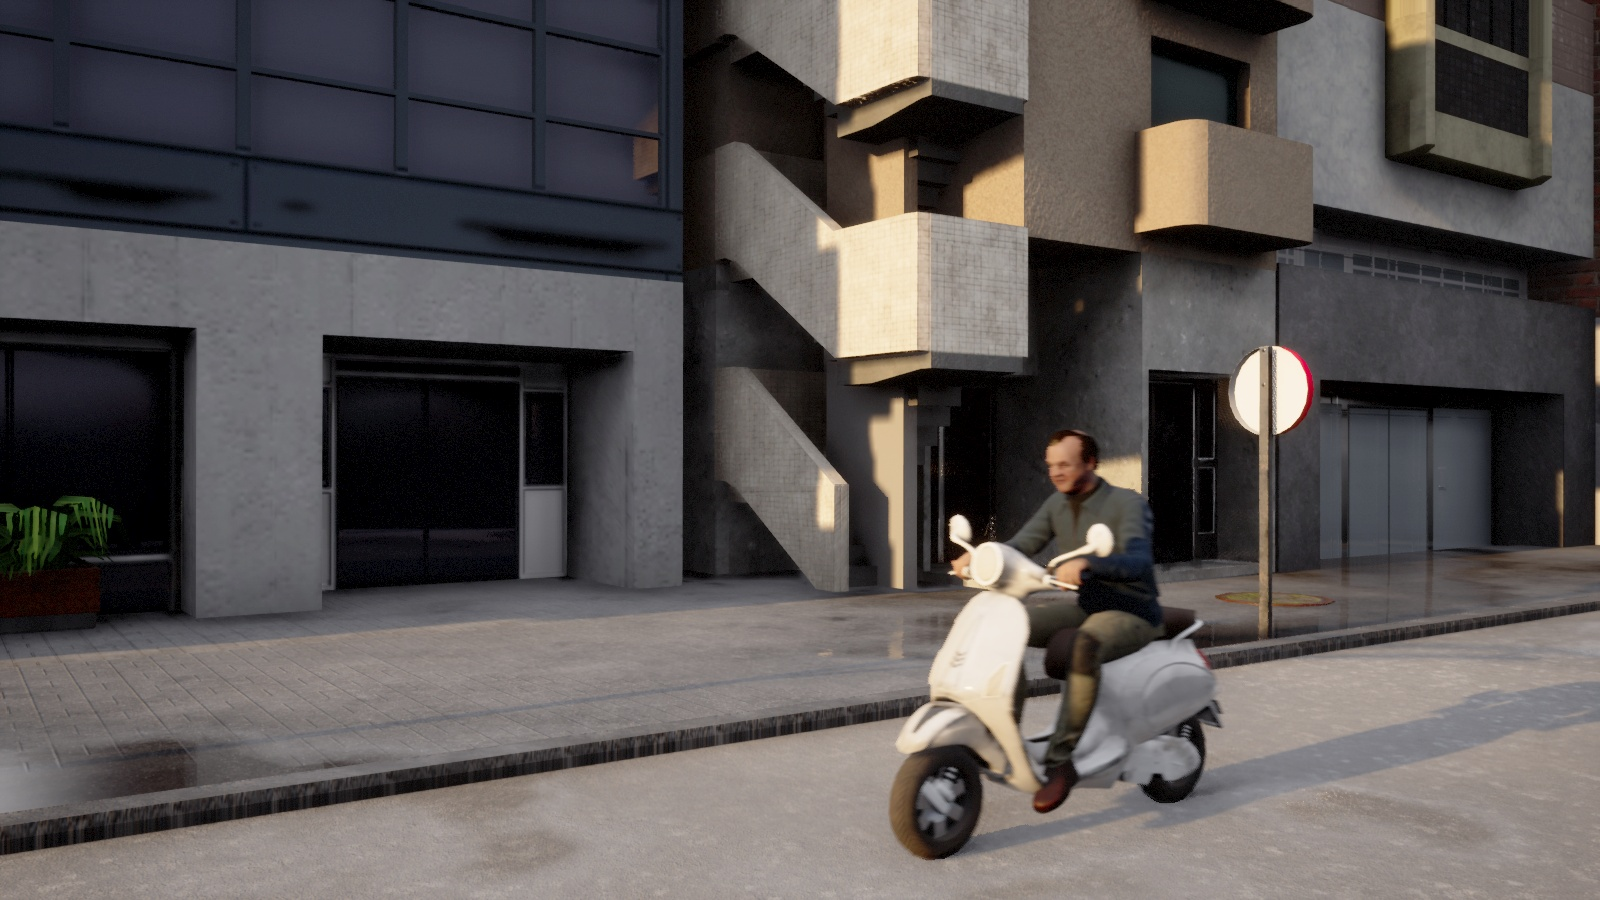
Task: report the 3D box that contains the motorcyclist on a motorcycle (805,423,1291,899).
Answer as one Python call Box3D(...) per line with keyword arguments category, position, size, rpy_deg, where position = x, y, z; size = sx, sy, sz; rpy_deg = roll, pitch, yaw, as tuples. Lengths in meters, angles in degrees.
Box3D(category="motorcyclist on a motorcycle", position=(1.016, 0.708, 4.975), size=(1.817, 1.590, 0.866), rpy_deg=(0, 0, -35))

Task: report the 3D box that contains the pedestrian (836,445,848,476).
Box3D(category="pedestrian", position=(2.530, 0.628, 75.891), size=(0.402, 1.842, 0.726), rpy_deg=(0, 0, -36))
